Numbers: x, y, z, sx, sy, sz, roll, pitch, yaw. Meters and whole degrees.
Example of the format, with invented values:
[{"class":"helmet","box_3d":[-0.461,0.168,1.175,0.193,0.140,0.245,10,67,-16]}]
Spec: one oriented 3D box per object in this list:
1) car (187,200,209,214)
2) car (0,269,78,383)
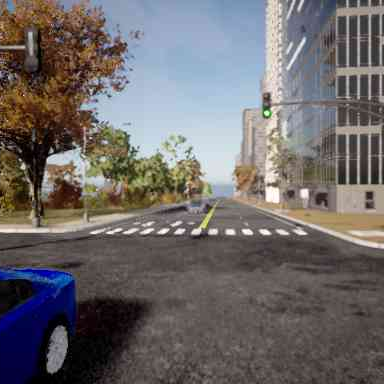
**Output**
[{"class":"car","box_3d":[0.621,1.726,40.607,2.097,1.767,4.553,0,-1,5]},{"class":"car","box_3d":[-2.730,1.522,2.781,1.882,1.535,5.008,0,-1,5]}]
